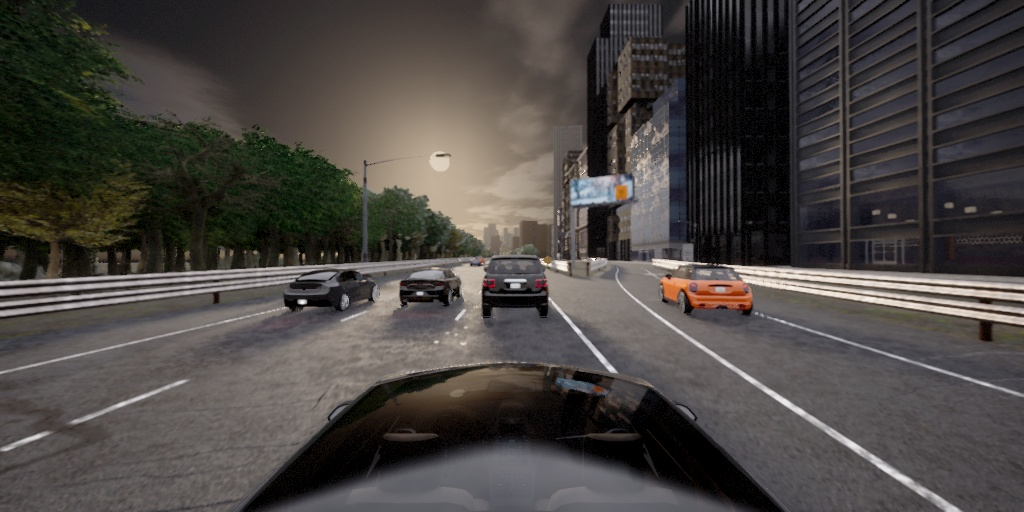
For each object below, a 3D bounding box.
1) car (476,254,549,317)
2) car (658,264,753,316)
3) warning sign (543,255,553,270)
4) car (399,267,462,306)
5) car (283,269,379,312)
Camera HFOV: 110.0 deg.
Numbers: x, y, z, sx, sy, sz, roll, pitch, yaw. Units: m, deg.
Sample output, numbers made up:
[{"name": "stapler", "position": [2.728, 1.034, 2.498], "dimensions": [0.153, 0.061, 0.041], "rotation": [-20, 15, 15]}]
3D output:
[{"name": "car", "position": [0.101, 0.977, 13.312], "dimensions": [2.150, 2.045, 5.566], "rotation": [0, 0, 0]}, {"name": "car", "position": [7.087, 1.096, 13.653], "dimensions": [2.097, 1.767, 4.553], "rotation": [0, 0, 10]}, {"name": "warning sign", "position": [4.557, 0.826, 45.681], "dimensions": [1.300, 1.860, 1.060], "rotation": [0, 0, 0]}, {"name": "car", "position": [-3.399, 1.232, 15.722], "dimensions": [1.882, 1.535, 5.008], "rotation": [0, 0, 0]}, {"name": "car", "position": [-6.896, 1.260, 14.220], "dimensions": [1.837, 1.490, 4.892], "rotation": [0, 0, 0]}]
